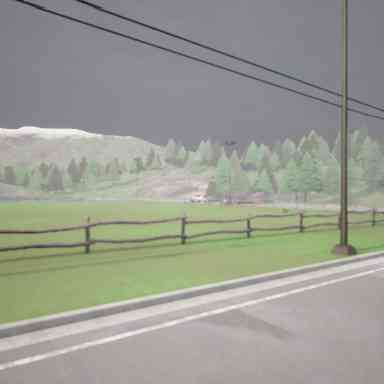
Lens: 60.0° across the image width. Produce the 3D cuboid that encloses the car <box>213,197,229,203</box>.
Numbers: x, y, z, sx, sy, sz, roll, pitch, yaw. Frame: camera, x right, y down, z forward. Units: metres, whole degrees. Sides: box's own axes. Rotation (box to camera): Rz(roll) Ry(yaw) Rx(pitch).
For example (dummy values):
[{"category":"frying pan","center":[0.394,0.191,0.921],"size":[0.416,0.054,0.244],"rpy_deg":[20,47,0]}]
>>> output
[{"category":"car","center":[7.655,2.033,87.311],"size":[1.994,1.385,4.181],"rpy_deg":[1,0,-35]}]

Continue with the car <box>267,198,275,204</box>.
[{"category":"car","center":[17.388,2.161,79.544],"size":[1.895,1.301,4.718],"rpy_deg":[1,0,-35]}]

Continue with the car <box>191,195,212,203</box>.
[{"category":"car","center":[1.912,1.645,83.315],"size":[2.150,2.045,5.566],"rpy_deg":[1,0,-35]}]

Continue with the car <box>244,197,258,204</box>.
[{"category":"car","center":[11.648,2.040,75.538],"size":[2.033,1.411,5.357],"rpy_deg":[1,0,-35]}]

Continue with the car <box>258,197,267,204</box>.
[{"category":"car","center":[14.397,1.888,77.717],"size":[2.097,1.767,4.553],"rpy_deg":[1,0,-35]}]

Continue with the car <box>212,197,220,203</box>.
[{"category":"car","center":[4.773,2.045,85.324],"size":[1.895,1.301,4.718],"rpy_deg":[1,0,-35]}]

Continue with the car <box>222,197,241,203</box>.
[{"category":"car","center":[10.519,2.053,89.323],"size":[2.033,1.411,5.357],"rpy_deg":[1,0,-35]}]

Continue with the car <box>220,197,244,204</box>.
[{"category":"car","center":[8.774,2.021,73.541],"size":[1.994,1.385,4.181],"rpy_deg":[1,0,-35]}]
